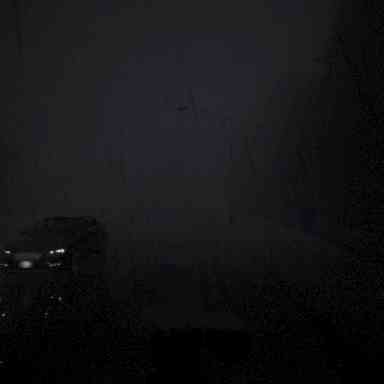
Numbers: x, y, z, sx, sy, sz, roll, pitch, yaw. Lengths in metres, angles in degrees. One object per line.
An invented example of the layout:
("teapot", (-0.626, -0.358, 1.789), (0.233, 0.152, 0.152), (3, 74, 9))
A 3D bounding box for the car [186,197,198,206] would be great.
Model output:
("car", (-0.005, 1.654, 58.059), (2.128, 1.511, 4.902), (0, 0, 0))

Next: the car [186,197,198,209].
("car", (-0.004, 1.681, 47.642), (2.033, 1.411, 5.357), (0, 0, 0))

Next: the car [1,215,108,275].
("car", (-4.075, 1.522, 10.636), (2.128, 1.511, 4.902), (0, 0, 0))

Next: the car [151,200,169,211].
("car", (-4.019, 1.719, 42.189), (1.895, 1.301, 4.718), (0, 0, 0))
